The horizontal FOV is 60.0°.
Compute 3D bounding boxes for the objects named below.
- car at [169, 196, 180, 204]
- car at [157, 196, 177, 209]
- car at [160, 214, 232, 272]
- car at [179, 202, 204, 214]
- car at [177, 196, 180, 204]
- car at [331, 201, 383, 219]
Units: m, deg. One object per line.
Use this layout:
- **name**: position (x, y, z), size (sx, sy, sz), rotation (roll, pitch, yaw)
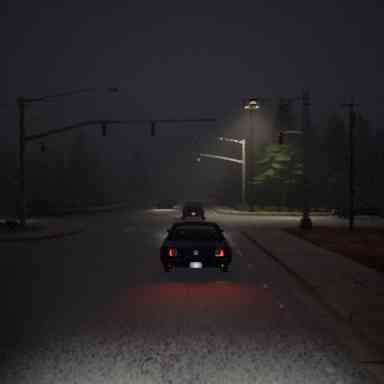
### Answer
- **car**: position (-3.391, 1.511, 65.128), size (1.882, 1.535, 5.008), rotation (0, 0, 1)
- **car**: position (-3.572, 1.587, 45.555), size (1.994, 1.385, 4.181), rotation (0, 0, 0)
- **car**: position (0.108, 1.602, 10.796), size (1.895, 1.301, 4.718), rotation (0, 0, 0)
- **car**: position (0.110, 1.555, 28.810), size (1.812, 1.442, 4.674), rotation (0, 0, 0)
- **car**: position (-3.524, 1.592, 54.822), size (1.994, 1.385, 4.181), rotation (0, 0, 1)
- **car**: position (14.781, 1.533, 29.095), size (4.902, 1.511, 2.128), rotation (0, 0, 1)
